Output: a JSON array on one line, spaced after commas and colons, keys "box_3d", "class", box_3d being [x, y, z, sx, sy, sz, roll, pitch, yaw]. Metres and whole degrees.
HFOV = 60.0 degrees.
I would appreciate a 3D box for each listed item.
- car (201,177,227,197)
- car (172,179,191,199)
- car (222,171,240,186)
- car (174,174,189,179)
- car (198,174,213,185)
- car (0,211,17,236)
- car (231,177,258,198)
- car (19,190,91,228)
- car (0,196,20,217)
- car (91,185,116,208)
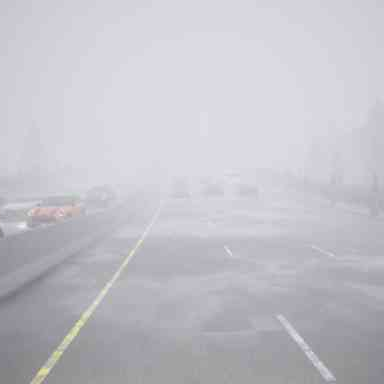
[{"box_3d": [2.382, -0.445, 37.067, 1.882, 1.535, 5.008, 0, 7, -2], "class": "car"}, {"box_3d": [-1.134, -0.127, 34.915, 2.033, 1.411, 5.357, 0, 7, -1], "class": "car"}, {"box_3d": [5.492, -1.871, 46.456, 2.150, 2.045, 5.566, 0, 7, -2], "class": "car"}, {"box_3d": [-1.532, -1.849, 48.101, 1.882, 1.535, 5.008, 0, 7, -1], "class": "car"}, {"box_3d": [2.012, -1.888, 48.527, 1.882, 1.535, 5.008, 0, 7, -2], "class": "car"}, {"box_3d": [-7.394, 1.528, 9.415, 2.033, 1.411, 5.357, 0, 1, -2], "class": "car"}, {"box_3d": [5.899, -0.357, 36.467, 1.882, 1.535, 5.008, 0, 7, -2], "class": "car"}, {"box_3d": [-7.743, 1.005, 19.387, 2.097, 1.767, 4.553, 0, 3, -2], "class": "car"}, {"box_3d": [-11.302, 0.952, 22.928, 1.812, 1.442, 4.674, 0, 4, -1], "class": "car"}, {"box_3d": [-8.043, 0.282, 29.048, 2.097, 1.767, 4.553, 0, 5, -1], "class": "car"}]
